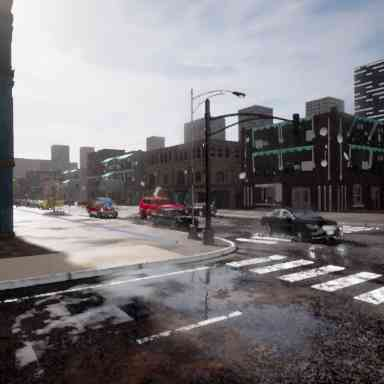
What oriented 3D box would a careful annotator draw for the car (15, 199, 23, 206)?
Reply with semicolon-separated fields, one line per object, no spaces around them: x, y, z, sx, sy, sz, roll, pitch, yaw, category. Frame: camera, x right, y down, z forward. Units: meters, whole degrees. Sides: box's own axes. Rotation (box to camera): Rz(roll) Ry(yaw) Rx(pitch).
-38.053;2.380;75.152;1.967;1.590;4.097;-1;0;-35;car

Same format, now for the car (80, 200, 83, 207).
-18.415;1.940;61.939;2.192;1.841;5.009;-1;0;-35;car

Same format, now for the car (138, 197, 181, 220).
-2.793;1.510;29.905;2.150;2.045;5.566;-1;1;-36;car

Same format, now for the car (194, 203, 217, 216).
0.799;1.810;34.848;2.008;1.369;4.403;-2;0;-35;car

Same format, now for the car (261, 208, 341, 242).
5.252;1.563;16.672;2.128;1.511;4.902;0;-2;-17;car

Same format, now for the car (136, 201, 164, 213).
-5.603;1.966;43.878;1.802;1.307;4.206;-2;0;-35;car

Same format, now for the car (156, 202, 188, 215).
-2.402;1.904;39.364;1.802;1.307;4.206;-2;0;-35;car

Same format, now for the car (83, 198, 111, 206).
-12.044;1.953;42.996;1.882;1.535;5.008;-1;0;-35;car

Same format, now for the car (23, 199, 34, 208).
-31.648;2.376;66.122;2.008;1.369;4.403;-1;0;-35;car

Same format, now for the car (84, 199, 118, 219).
-9.240;1.847;34.514;1.967;1.590;4.097;-1;0;-35;car

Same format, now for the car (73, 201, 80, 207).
-21.611;2.228;66.455;1.887;1.381;4.507;-1;0;-35;car

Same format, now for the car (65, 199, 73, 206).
-28.014;2.364;75.486;1.947;1.339;4.313;-1;0;-35;car

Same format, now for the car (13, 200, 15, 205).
-41.252;2.548;79.668;2.008;1.369;4.403;-1;0;-35;car

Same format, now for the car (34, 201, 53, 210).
-25.147;2.233;56.952;1.752;1.417;4.829;-1;0;-35;car

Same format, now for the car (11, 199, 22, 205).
-44.454;2.598;84.182;1.887;1.381;4.507;-1;0;-35;car

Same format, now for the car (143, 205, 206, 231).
-1.310;1.815;23.124;1.947;1.339;4.313;-1;0;-35;car
